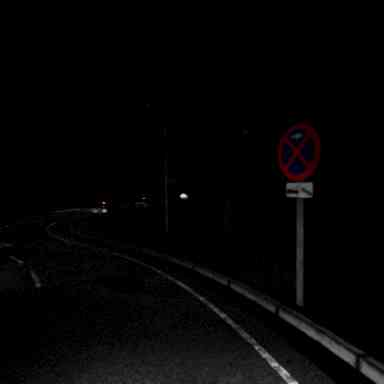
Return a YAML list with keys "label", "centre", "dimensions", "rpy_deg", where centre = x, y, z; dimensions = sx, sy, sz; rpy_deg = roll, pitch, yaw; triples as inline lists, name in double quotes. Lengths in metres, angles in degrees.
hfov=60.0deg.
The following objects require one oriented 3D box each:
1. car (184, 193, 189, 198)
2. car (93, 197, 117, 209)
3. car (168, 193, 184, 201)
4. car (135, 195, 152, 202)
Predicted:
- label: "car"
  centre: [-1.684, 0.918, 87.217]
  dimensions: [1.812, 1.442, 4.674]
  rpy_deg: [-1, 1, 14]
- label: "car"
  centre: [-13.679, 1.636, 52.369]
  dimensions: [2.097, 1.767, 4.553]
  rpy_deg: [-1, 1, 14]
- label: "car"
  centre: [-4.186, 1.263, 77.101]
  dimensions: [2.128, 1.511, 4.902]
  rpy_deg: [-1, 1, 14]
- label: "car"
  centre: [-9.846, 1.334, 67.743]
  dimensions: [2.097, 1.767, 4.553]
  rpy_deg: [-1, 0, 14]
